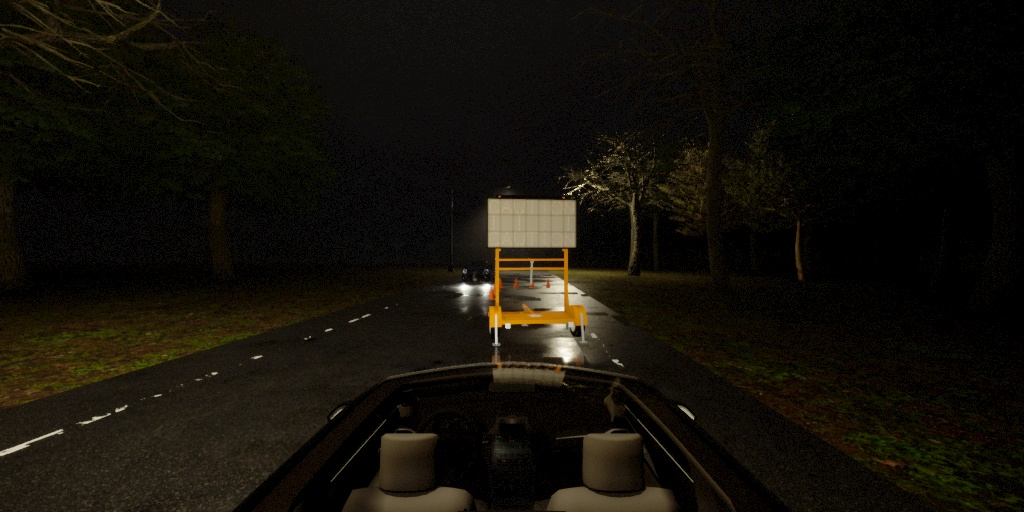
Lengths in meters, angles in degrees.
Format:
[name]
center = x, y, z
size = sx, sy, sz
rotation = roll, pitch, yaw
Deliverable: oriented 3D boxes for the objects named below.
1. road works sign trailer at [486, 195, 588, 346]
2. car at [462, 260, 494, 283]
[road works sign trailer]
center = 0.504, 0.212, 9.513
size = 2.380, 3.560, 2.880
rotation = 0, 0, -6
[car]
center = -2.570, 1.106, 27.864
size = 2.097, 1.767, 4.553
rotation = 0, 0, 2
